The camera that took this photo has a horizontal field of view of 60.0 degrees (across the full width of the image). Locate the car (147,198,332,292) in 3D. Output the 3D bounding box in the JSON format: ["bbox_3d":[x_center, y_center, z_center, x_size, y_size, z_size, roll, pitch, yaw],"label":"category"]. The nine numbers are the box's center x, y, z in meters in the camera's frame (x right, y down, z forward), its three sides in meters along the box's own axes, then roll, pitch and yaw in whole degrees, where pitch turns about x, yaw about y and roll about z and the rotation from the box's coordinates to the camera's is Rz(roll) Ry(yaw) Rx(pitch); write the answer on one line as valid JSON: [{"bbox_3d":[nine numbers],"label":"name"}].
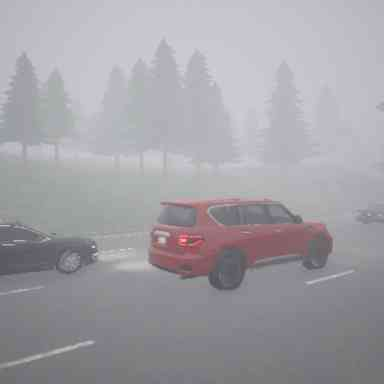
[{"bbox_3d":[1.490,1.176,9.108,5.566,2.045,2.150,-1,0,-36],"label":"car"}]

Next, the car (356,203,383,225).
[{"bbox_3d":[12.661,1.387,21.390,5.357,1.411,2.033,-1,0,-36],"label":"car"}]

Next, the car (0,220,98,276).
[{"bbox_3d":[-4.994,1.497,8.782,4.892,1.490,1.837,0,0,-35],"label":"car"}]
